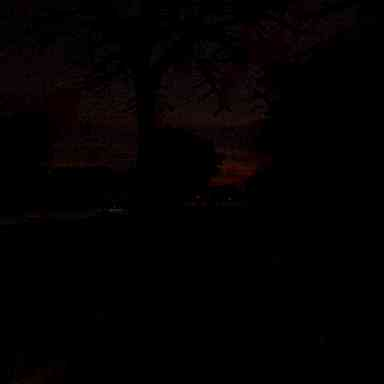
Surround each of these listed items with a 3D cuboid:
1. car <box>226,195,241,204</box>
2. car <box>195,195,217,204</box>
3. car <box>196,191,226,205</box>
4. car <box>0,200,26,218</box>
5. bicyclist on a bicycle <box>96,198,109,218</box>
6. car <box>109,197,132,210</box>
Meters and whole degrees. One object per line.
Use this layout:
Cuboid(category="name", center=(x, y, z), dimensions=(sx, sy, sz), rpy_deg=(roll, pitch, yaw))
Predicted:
Cuboid(category="car", center=(7.263, 1.325, 59.345), dimensions=(2.033, 1.411, 5.357), rpy_deg=(1, 0, 23))
Cuboid(category="car", center=(2.396, 1.208, 56.070), dimensions=(1.812, 1.442, 4.674), rpy_deg=(1, 0, 26))
Cuboid(category="car", center=(2.652, 0.920, 49.986), dimensions=(2.150, 2.045, 5.566), rpy_deg=(1, 0, 28))
Cuboid(category="car", center=(-15.970, 1.415, 26.994), dimensions=(1.812, 1.442, 4.674), rpy_deg=(1, 2, 37))
Cuboid(category="bicyclist on a bicycle", center=(-7.436, 1.362, 27.658), dimensions=(1.656, 1.620, 0.582), rpy_deg=(-1, 0, 36))
Cuboid(category="car", center=(-7.238, 1.246, 39.330), dimensions=(2.033, 1.411, 5.357), rpy_deg=(1, 1, 33))
